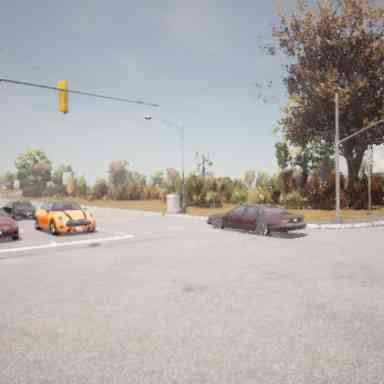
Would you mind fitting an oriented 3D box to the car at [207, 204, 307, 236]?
[{"bbox_3d":[3.106,1.324,16.965,2.033,1.411,5.357,-1,1,-39],"label":"car"}]

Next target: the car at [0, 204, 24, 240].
[{"bbox_3d":[-9.748,1.502,16.050,1.812,1.442,4.674,-1,1,-39],"label":"car"}]

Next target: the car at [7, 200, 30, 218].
[{"bbox_3d":[-13.709,1.429,26.580,1.837,1.490,4.892,-1,1,-39],"label":"car"}]

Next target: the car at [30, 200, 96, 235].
[{"bbox_3d":[-7.022,1.265,18.265,2.097,1.767,4.553,-1,1,-39],"label":"car"}]
